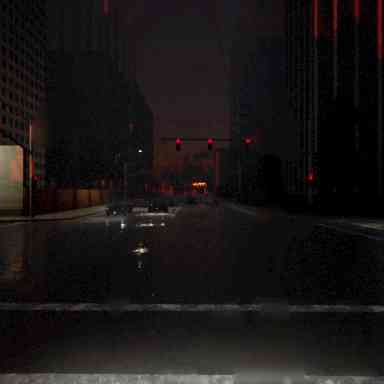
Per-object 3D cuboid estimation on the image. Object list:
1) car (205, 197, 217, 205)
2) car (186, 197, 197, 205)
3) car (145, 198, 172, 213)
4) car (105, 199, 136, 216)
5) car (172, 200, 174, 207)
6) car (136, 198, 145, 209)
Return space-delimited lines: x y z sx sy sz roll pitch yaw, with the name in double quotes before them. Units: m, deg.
"car" 3.395 1.526 58.414 1.812 1.442 4.674 0 0 0
"car" -0.105 1.547 58.407 2.033 1.411 5.357 0 0 0
"car" -3.664 1.564 36.667 1.994 1.385 4.181 0 0 0
"car" -7.159 1.601 33.031 1.895 1.301 4.718 0 0 0
"car" -3.668 1.547 48.753 2.033 1.411 5.357 0 0 0
"car" -7.170 1.563 45.400 1.994 1.385 4.181 0 0 0
